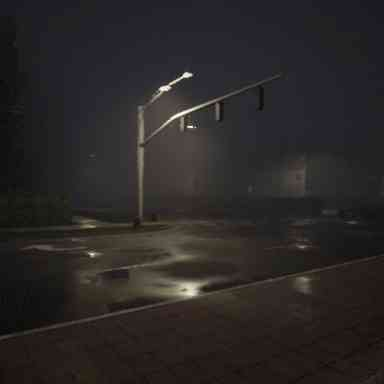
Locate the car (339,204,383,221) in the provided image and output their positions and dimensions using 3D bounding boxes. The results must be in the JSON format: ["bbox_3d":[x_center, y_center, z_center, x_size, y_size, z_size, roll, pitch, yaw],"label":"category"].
[{"bbox_3d":[16.365,1.891,31.625,5.008,1.535,1.882,1,0,-17],"label":"car"}]
